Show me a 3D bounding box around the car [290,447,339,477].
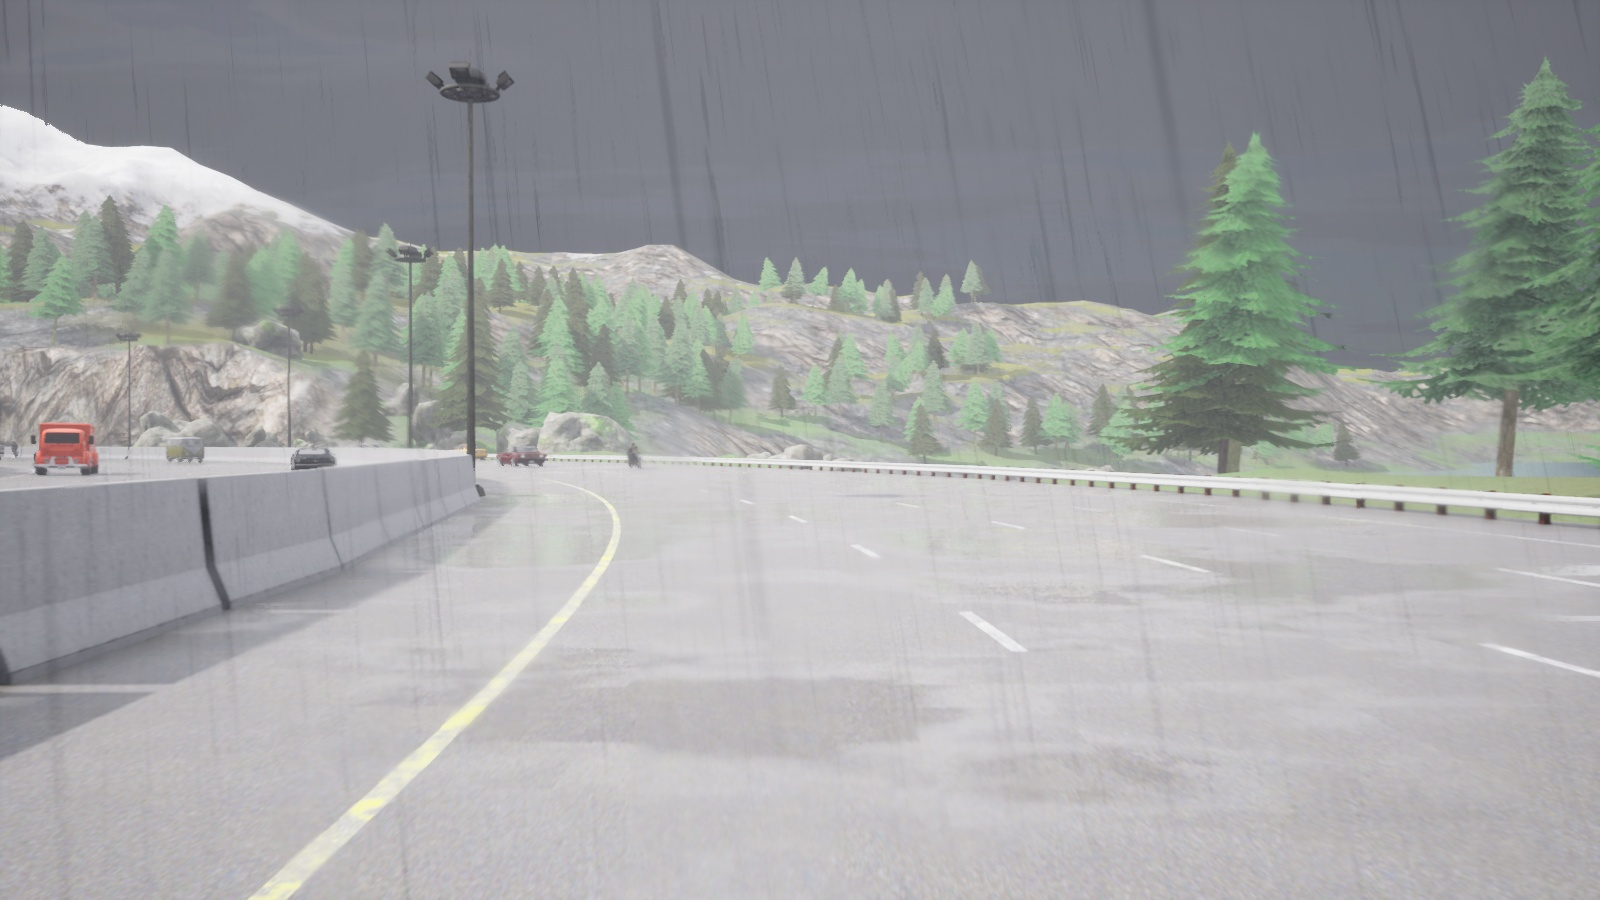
[{"bbox_3d":[-22.189,0.509,57.317,1.895,1.301,4.718,0,0,-23],"label":"car"}]

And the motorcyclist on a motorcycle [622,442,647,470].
[{"bbox_3d":[-9.434,0.320,71.432,0.797,1.523,2.044,-1,1,-26],"label":"motorcyclist on a motorcycle"}]

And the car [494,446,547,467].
[{"bbox_3d":[-17.687,0.388,79.353,1.895,1.301,4.718,0,0,-30],"label":"car"}]

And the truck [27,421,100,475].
[{"bbox_3d":[-34.783,-0.098,59.460,2.627,2.467,5.204,0,0,-26],"label":"truck"}]
